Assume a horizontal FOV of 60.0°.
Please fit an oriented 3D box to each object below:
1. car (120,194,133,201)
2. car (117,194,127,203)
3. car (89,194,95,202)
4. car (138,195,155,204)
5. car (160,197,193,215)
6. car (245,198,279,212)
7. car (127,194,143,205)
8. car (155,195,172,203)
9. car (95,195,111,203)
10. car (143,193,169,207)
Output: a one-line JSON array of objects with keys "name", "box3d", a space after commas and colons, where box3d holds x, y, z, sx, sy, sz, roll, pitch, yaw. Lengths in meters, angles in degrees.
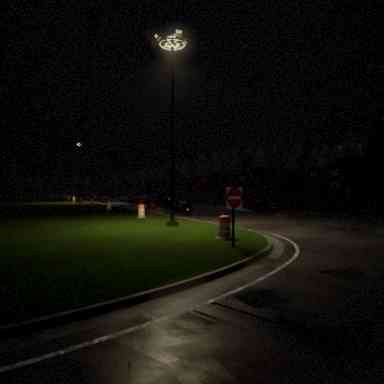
[{"name": "car", "box3d": [-16.251, 1.354, 81.969, 2.097, 1.767, 4.553, 0, 0, -25]}, {"name": "car", "box3d": [-14.317, 1.552, 69.737, 1.994, 1.385, 4.181, 0, 0, -25]}, {"name": "car", "box3d": [-23.046, 1.524, 79.960, 1.812, 1.442, 4.674, 0, 0, -25]}, {"name": "car", "box3d": [-9.186, 1.477, 67.093, 1.882, 1.535, 5.008, 0, 0, -25]}, {"name": "car", "box3d": [-1.418, 1.525, 34.644, 1.812, 1.442, 4.674, 0, 0, -25]}, {"name": "car", "box3d": [8.112, 1.491, 39.049, 2.128, 1.511, 4.902, 0, 0, -25]}, {"name": "car", "box3d": [-9.779, 1.477, 60.349, 1.882, 1.535, 5.008, 0, 0, -25]}, {"name": "car", "box3d": [-5.854, 1.477, 68.233, 1.882, 1.535, 5.008, 0, 0, -25]}, {"name": "car", "box3d": [-18.608, 1.539, 70.614, 2.033, 1.411, 5.357, 0, 0, -25]}, {"name": "car", "box3d": [-5.144, 1.221, 50.680, 2.150, 2.045, 5.566, 0, 0, -25]}]
